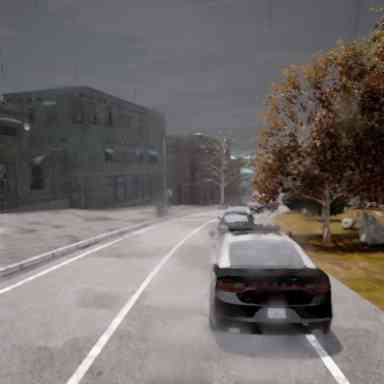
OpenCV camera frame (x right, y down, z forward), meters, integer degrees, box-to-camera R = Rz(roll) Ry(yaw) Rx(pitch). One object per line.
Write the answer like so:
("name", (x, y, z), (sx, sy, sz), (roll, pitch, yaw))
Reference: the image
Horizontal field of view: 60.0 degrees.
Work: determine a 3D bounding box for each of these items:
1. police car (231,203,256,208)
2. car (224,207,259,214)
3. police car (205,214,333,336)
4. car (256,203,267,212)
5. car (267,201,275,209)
("police car", (3.207, 1.644, 22.776), (1.930, 1.638, 5.238), (0, 0, 11))
("car", (2.245, 1.694, 16.851), (1.812, 1.442, 4.674), (0, -1, 8))
("police car", (1.319, 1.498, 7.168), (1.930, 1.638, 5.238), (0, -1, 3))
("car", (7.916, 2.009, 42.772), (1.895, 1.301, 4.718), (1, 0, 22))
("car", (12.460, 2.079, 53.431), (1.837, 1.490, 4.892), (2, 0, 27))
